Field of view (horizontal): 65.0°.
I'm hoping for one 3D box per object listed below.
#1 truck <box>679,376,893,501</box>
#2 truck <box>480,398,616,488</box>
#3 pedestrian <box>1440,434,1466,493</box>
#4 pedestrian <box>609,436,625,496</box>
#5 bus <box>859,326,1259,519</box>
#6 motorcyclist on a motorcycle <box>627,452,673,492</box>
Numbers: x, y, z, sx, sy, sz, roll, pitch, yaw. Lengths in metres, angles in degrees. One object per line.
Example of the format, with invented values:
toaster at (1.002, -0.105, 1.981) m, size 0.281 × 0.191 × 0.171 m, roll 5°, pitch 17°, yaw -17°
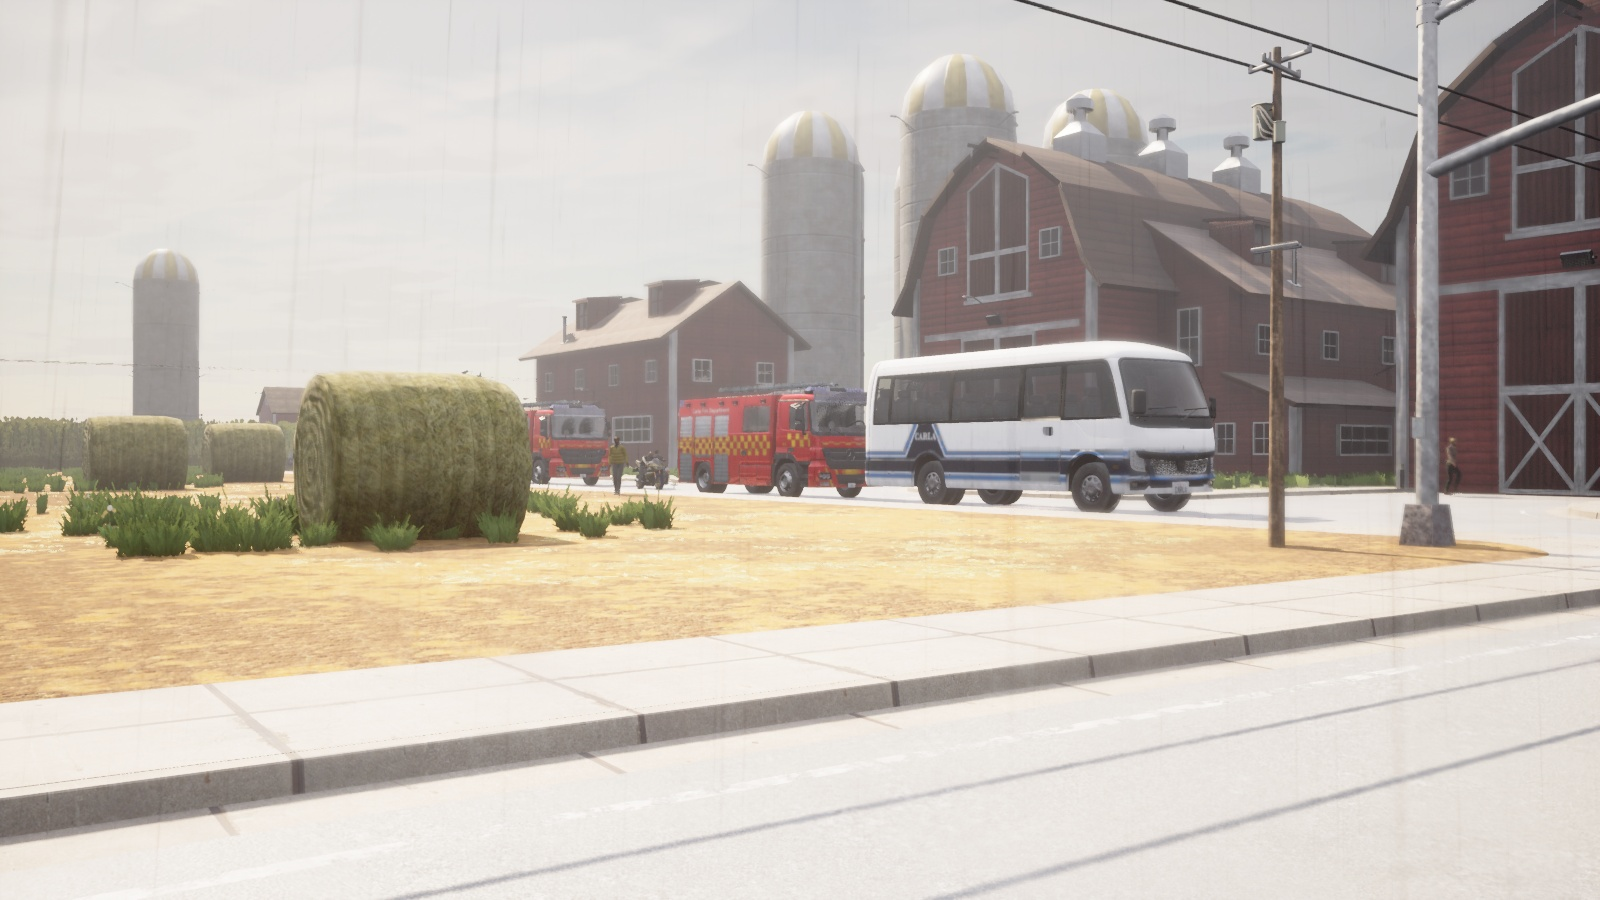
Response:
truck at (-0.707, -0.342, 42.652) m, size 2.891 × 3.827 × 8.468 m, roll 0°, pitch 0°, yaw -36°
truck at (-11.783, -0.280, 57.959) m, size 2.891 × 3.827 × 8.468 m, roll 0°, pitch 0°, yaw -36°
pedestrian at (20.516, 0.413, 39.431) m, size 0.331 × 1.846 × 0.634 m, roll 0°, pitch 0°, yaw -35°
pedestrian at (-5.619, 0.478, 38.580) m, size 0.370 × 1.835 × 0.726 m, roll 0°, pitch 0°, yaw 0°
bus at (6.317, -0.595, 32.948) m, size 3.944 × 4.253 × 10.273 m, roll 0°, pitch 0°, yaw -36°
motorcyclist on a motorcycle at (-5.970, 0.870, 49.922) m, size 0.866 × 1.530 × 2.191 m, roll -1°, pitch 0°, yaw -36°
